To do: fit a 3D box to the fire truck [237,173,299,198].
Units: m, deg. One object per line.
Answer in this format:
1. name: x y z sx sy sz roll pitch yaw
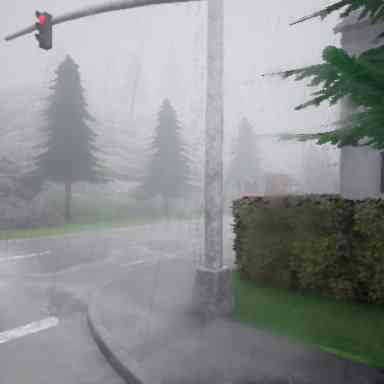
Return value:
1. fire truck: 7.478 0.186 31.861 2.891 3.827 8.468 1 1 36
